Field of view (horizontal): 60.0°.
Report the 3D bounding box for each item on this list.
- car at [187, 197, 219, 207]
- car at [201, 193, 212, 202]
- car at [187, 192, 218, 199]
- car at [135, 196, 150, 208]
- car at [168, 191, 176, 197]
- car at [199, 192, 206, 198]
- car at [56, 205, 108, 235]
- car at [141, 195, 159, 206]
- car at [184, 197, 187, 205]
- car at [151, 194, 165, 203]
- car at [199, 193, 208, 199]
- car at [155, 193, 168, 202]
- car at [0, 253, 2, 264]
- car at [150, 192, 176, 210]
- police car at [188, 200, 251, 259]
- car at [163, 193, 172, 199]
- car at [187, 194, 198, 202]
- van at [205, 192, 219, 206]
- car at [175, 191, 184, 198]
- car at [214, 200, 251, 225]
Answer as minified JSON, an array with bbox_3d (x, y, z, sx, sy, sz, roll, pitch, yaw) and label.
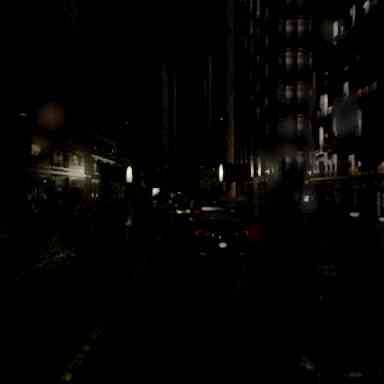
[{"bbox_3d":[0.783,1.312,22.198,1.837,1.490,4.892,0,1,0],"label":"car"},{"bbox_3d":[2.702,1.010,62.017,1.752,1.417,4.829,0,0,0],"label":"car"},{"bbox_3d":[0.907,0.981,28.225,2.150,2.045,5.566,0,0,0],"label":"car"},{"bbox_3d":[-5.684,1.211,39.751,2.008,1.369,4.403,0,0,0],"label":"car"},{"bbox_3d":[-5.670,0.666,94.990,1.967,1.590,4.097,0,0,0],"label":"car"},{"bbox_3d":[2.709,0.794,89.638,1.752,1.417,4.829,0,0,0],"label":"car"},{"bbox_3d":[-5.689,1.396,17.656,2.008,1.369,4.403,0,0,0],"label":"car"},{"bbox_3d":[-5.682,1.161,45.275,1.887,1.381,4.507,0,0,0],"label":"car"},{"bbox_3d":[0.015,1.100,47.958,1.837,1.490,4.892,0,0,0],"label":"car"},{"bbox_3d":[-5.679,1.094,56.323,1.947,1.339,4.313,0,0,0],"label":"car"},{"bbox_3d":[2.707,0.906,78.421,2.008,1.369,4.403,0,0,0],"label":"car"},{"bbox_3d":[-5.678,0.925,61.846,1.967,1.590,4.097,0,0,0],"label":"car"},{"bbox_3d":[-5.692,1.467,6.437,1.752,1.417,4.829,0,0,0],"label":"car"},{"bbox_3d":[-3.085,1.036,36.913,2.097,1.767,4.553,0,0,0],"label":"car"},{"bbox_3d":[0.903,1.318,12.308,1.930,1.638,5.238,0,0,0],"label":"police car"},{"bbox_3d":[-5.673,0.936,78.419,1.802,1.307,4.206,0,0,0],"label":"car"},{"bbox_3d":[0.016,1.043,62.643,1.994,1.385,4.181,0,0,0],"label":"car"},{"bbox_3d":[2.696,0.958,45.275,1.690,1.788,3.998,0,0,0],"label":"van"},{"bbox_3d":[-2.980,0.587,78.643,2.033,1.411,5.357,0,0,0],"label":"car"},{"bbox_3d":[2.693,1.350,23.180,2.008,1.369,4.403,0,0,0],"label":"car"}]
